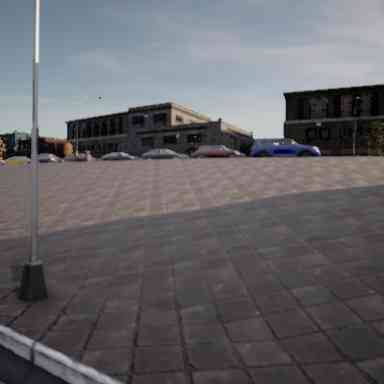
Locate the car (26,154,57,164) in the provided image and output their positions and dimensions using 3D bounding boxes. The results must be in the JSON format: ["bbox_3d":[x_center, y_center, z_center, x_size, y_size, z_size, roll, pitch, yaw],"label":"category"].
[{"bbox_3d":[-17.275,-3.810,40.027,4.553,1.767,2.185,1,1,31],"label":"car"}]

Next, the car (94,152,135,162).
[{"bbox_3d":[-7.417,-3.433,34.623,4.674,1.452,2.002,1,1,28],"label":"car"}]

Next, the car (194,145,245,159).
[{"bbox_3d":[2.498,-3.369,29.725,4.553,1.767,2.185,1,1,26],"label":"car"}]

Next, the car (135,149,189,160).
[{"bbox_3d":[-2.584,-3.369,32.166,4.892,1.521,2.231,1,1,27],"label":"car"}]

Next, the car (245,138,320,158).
[{"bbox_3d":[7.599,-3.348,27.388,5.566,2.045,2.435,2,1,25],"label":"car"}]

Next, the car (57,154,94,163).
[{"bbox_3d":[-12.281,-3.547,37.228,4.792,1.488,2.163,1,1,29],"label":"car"}]

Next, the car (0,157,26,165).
[{"bbox_3d":[-22.030,-3.789,42.841,5.008,1.535,2.097,1,1,32],"label":"car"}]
